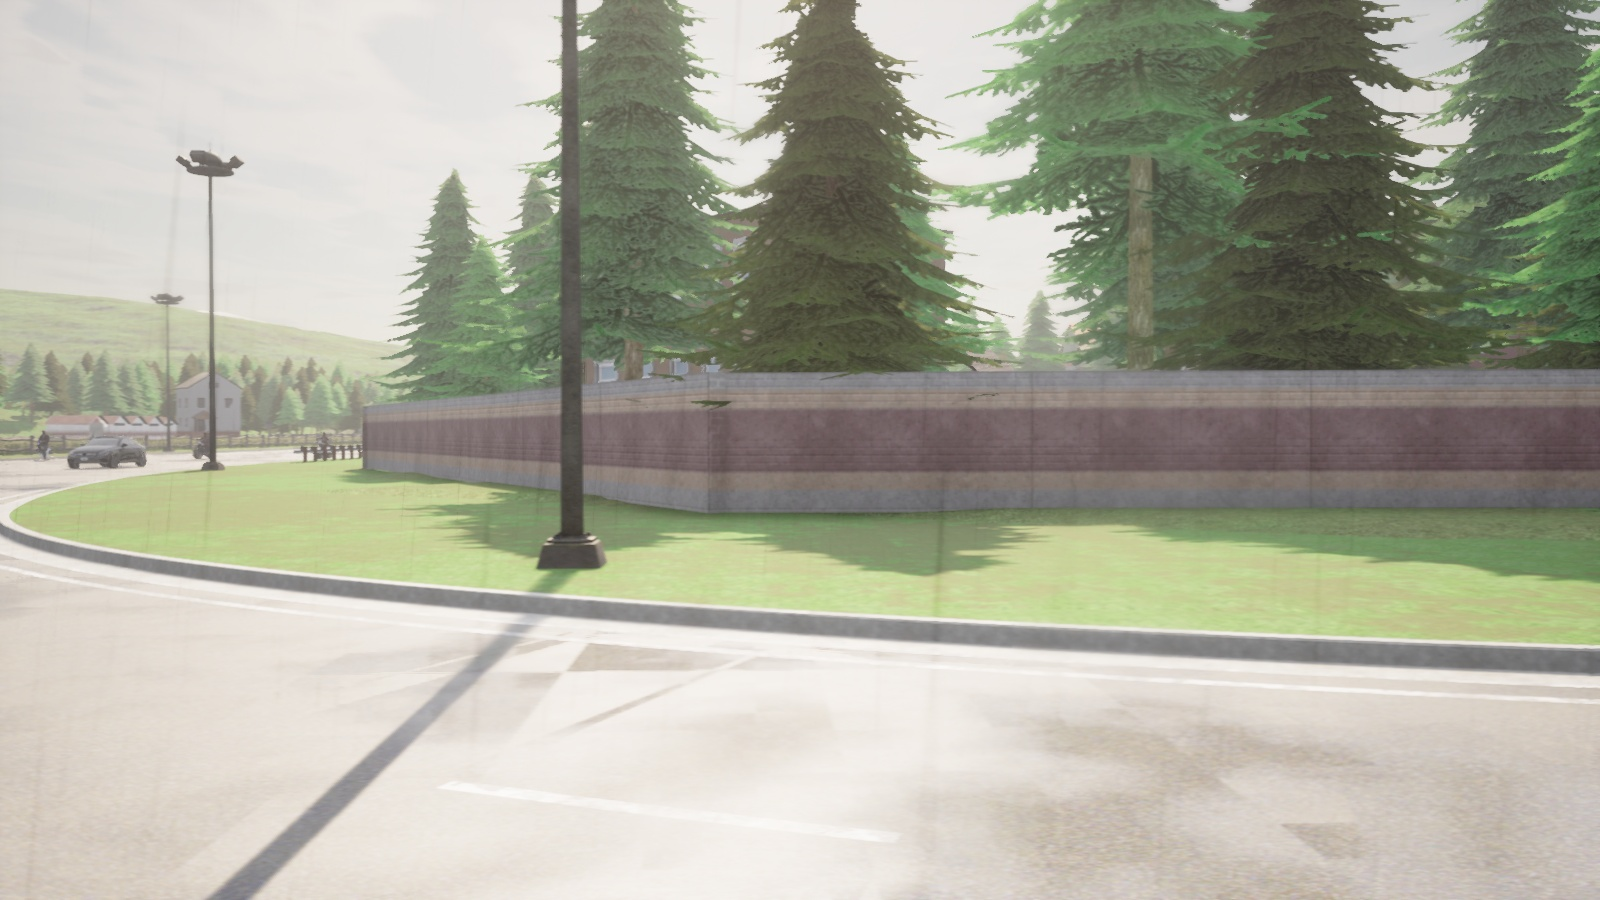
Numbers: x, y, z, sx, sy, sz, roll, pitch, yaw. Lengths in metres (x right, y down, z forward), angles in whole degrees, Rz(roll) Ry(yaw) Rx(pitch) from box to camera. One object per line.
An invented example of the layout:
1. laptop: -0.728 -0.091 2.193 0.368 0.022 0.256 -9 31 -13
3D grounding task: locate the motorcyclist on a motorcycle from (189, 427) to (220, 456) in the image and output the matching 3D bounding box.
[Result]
1. motorcyclist on a motorcycle: -35.302 -0.516 74.466 0.766 1.649 2.350 0 1 -2

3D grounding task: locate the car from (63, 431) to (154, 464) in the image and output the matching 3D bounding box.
1. car: -31.011 -0.149 56.473 1.812 1.442 4.674 0 1 -5
